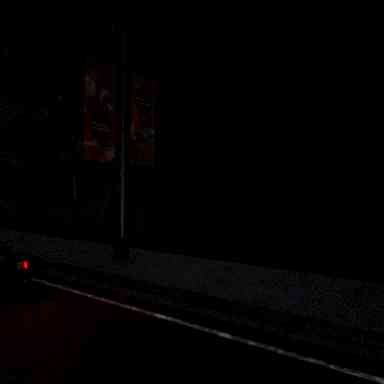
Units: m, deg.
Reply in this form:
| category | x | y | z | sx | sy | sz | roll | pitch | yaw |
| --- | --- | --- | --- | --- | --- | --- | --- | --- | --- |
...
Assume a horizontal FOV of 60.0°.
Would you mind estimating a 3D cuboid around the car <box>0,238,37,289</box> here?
| category | x | y | z | sx | sy | sz | roll | pitch | yaw |
| --- | --- | --- | --- | --- | --- | --- | --- | --- | --- |
| car | -5.727 | 1.560 | 7.771 | 4.718 | 1.301 | 1.895 | 0 | 0 | 36 |
